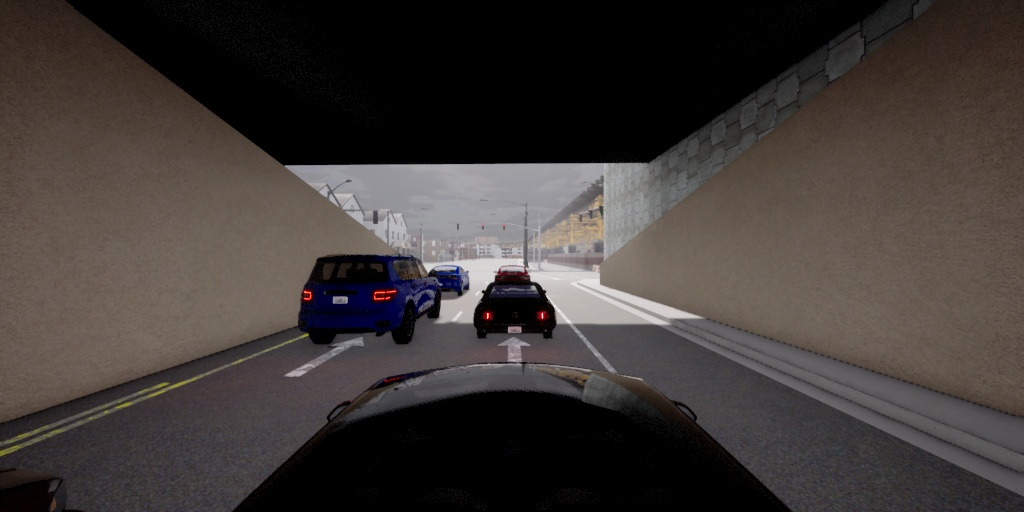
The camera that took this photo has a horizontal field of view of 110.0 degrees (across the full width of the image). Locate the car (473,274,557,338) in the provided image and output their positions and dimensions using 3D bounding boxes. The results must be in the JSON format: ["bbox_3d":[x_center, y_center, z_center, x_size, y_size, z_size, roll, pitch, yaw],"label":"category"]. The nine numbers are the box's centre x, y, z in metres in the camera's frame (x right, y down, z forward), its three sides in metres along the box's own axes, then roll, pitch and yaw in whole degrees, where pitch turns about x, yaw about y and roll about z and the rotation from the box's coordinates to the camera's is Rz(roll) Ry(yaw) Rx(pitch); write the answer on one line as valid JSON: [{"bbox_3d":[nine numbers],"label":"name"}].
[{"bbox_3d":[0.061,1.351,10.163,1.895,1.301,4.718,0,0,0],"label":"car"}]

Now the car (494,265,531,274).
[{"bbox_3d":[0.021,1.227,19.500,1.882,1.535,5.008,0,0,0],"label":"car"}]

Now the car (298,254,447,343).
[{"bbox_3d":[-3.435,0.971,9.815,2.150,2.045,5.566,0,0,0],"label":"car"}]

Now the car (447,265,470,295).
[{"bbox_3d":[-3.480,1.227,19.752,1.882,1.535,5.008,0,0,0],"label":"car"}]
